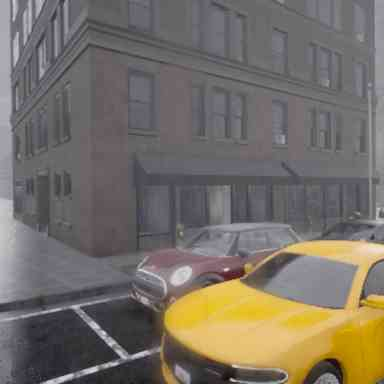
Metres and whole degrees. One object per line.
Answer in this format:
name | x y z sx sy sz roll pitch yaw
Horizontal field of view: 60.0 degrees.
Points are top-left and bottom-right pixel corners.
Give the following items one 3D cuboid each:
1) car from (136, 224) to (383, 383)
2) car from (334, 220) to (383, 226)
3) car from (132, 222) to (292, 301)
car | 1.948 1.475 4.626 5.008 1.535 1.882 0 0 -35
car | 5.254 1.560 10.367 4.313 1.339 1.947 0 -1 -35
car | 0.760 1.437 7.185 4.097 1.590 1.967 0 -1 -35
